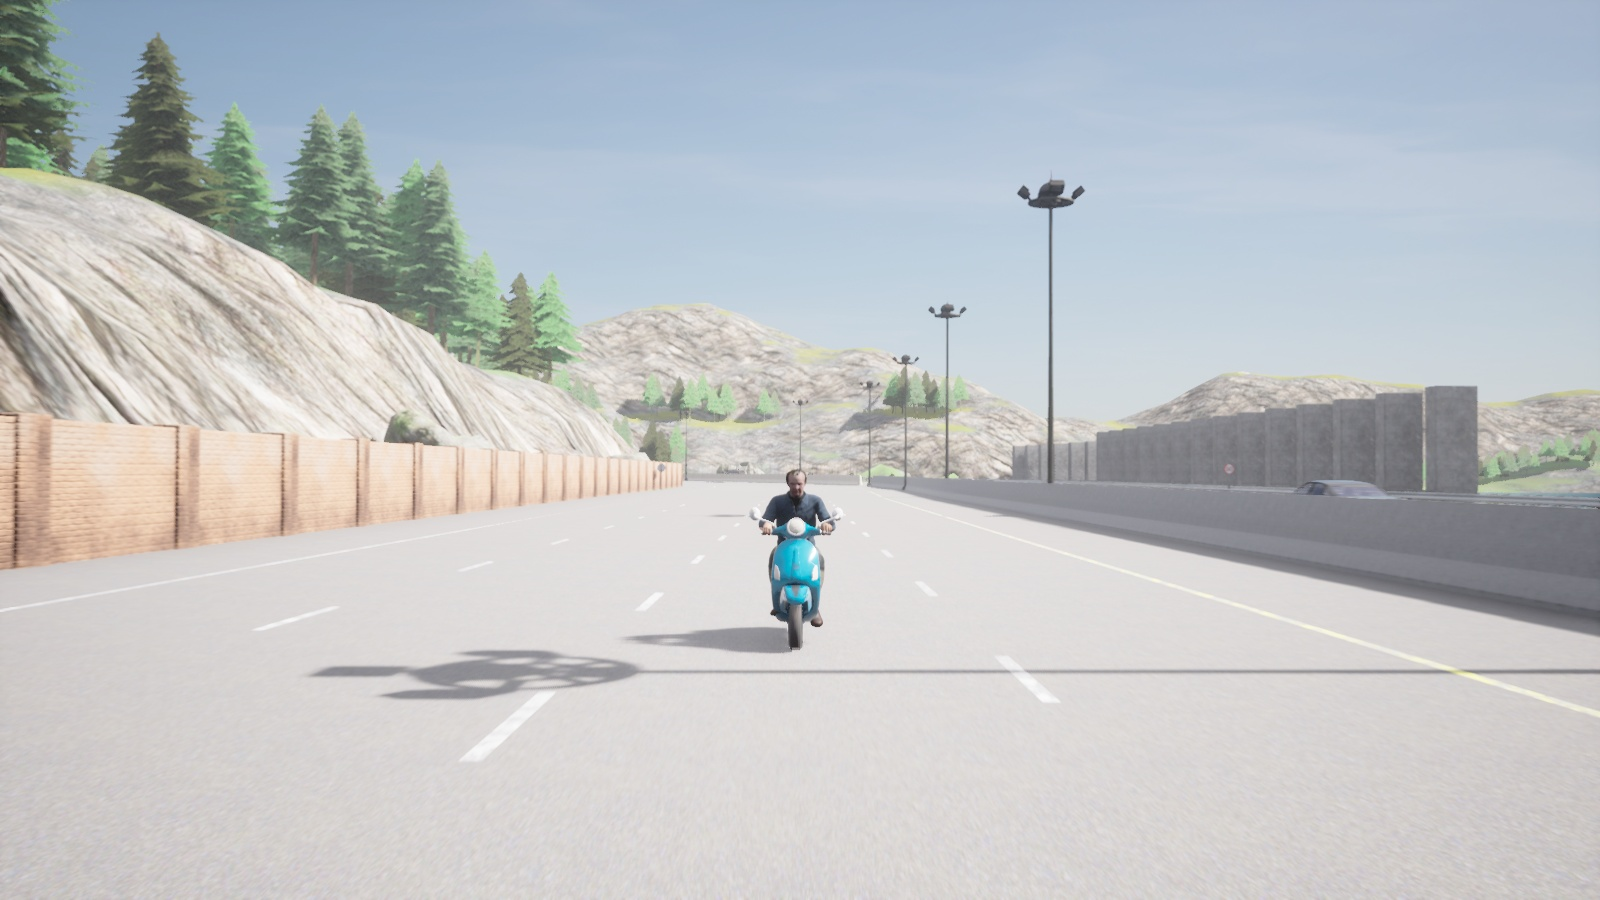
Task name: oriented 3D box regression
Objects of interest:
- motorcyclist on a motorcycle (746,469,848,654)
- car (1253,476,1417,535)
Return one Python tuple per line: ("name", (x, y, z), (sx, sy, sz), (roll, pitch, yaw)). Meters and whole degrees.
("motorcyclist on a motorcycle", (-0.029, 0.977, 11.727), (0.866, 1.590, 1.817), (0, -1, 0))
("car", (13.919, 1.392, 33.083), (2.033, 1.411, 5.357), (0, -1, 0))
